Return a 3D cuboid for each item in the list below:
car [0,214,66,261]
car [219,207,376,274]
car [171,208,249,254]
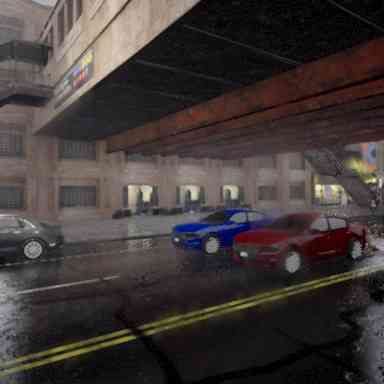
[{"bbox_3d":[-6.877,1.525,11.216,4.892,1.521,2.231,-1,0,-25],"label":"car"},{"bbox_3d":[3.496,1.414,10.526,5.008,1.535,1.882,-1,0,-34],"label":"car"},{"bbox_3d":[1.511,1.427,13.409,5.008,1.535,1.882,-1,0,-34],"label":"car"}]
